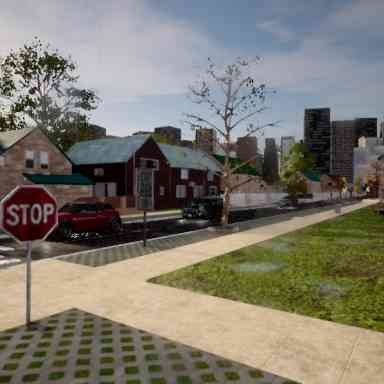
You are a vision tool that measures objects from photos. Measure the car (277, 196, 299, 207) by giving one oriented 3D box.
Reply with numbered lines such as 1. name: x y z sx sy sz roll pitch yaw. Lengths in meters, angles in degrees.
1. car: 13.095 1.279 45.052 1.812 1.442 4.674 1 0 34

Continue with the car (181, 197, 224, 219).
1. car: 1.091 1.214 27.261 2.097 1.767 4.553 1 1 34

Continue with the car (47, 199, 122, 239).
1. car: -5.823 1.279 17.021 2.097 1.767 4.553 1 0 35
